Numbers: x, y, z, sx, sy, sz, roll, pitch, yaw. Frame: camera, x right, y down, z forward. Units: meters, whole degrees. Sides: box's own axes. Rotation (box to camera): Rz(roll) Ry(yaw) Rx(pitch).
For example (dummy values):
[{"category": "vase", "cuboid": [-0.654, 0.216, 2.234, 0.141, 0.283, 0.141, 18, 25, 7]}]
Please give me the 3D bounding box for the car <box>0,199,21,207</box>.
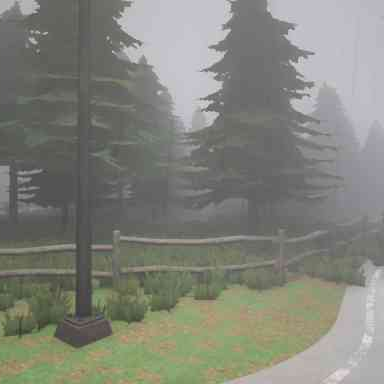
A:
[{"category": "car", "cuboid": [-19.308, 1.453, 35.323, 2.128, 1.511, 4.902, 0, 0, 3]}]
